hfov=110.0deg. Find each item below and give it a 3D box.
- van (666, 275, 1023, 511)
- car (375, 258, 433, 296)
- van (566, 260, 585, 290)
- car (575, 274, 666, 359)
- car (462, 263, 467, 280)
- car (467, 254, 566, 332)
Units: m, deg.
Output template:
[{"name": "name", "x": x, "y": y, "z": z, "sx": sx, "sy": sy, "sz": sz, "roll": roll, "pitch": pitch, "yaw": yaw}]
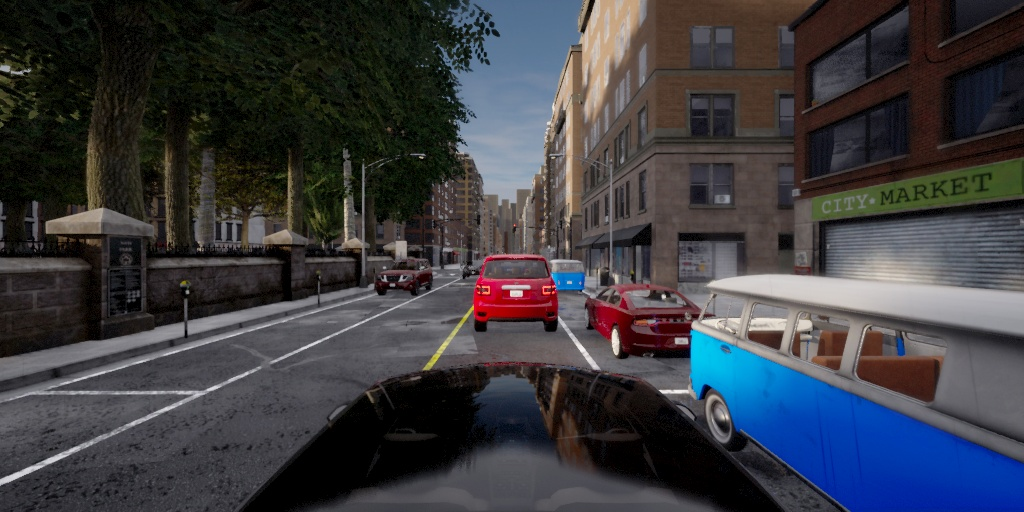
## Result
[{"name": "van", "x": 2.856, "y": 1.091, "z": 2.600, "sx": 1.690, "sy": 1.789, "sz": 3.998, "roll": 0, "pitch": 0, "yaw": 0}, {"name": "car", "x": -5.678, "y": 1.059, "z": 19.537, "sx": 2.192, "sy": 1.841, "sz": 5.009, "roll": 0, "pitch": 0, "yaw": 0}, {"name": "van", "x": 2.847, "y": 1.086, "z": 19.582, "sx": 1.690, "sy": 1.789, "sz": 3.998, "roll": 0, "pitch": 0, "yaw": 0}, {"name": "car", "x": 2.853, "y": 1.294, "z": 8.261, "sx": 1.888, "sy": 1.381, "sz": 4.507, "roll": 0, "pitch": 0, "yaw": 0}, {"name": "car", "x": -3.016, "y": 1.043, "z": 30.036, "sx": 1.837, "sy": 1.490, "sz": 4.892, "roll": 0, "pitch": 0, "yaw": 0}, {"name": "car", "x": 0.092, "y": 0.970, "z": 11.019, "sx": 2.150, "sy": 2.045, "sz": 5.566, "roll": 0, "pitch": 0, "yaw": 0}]
